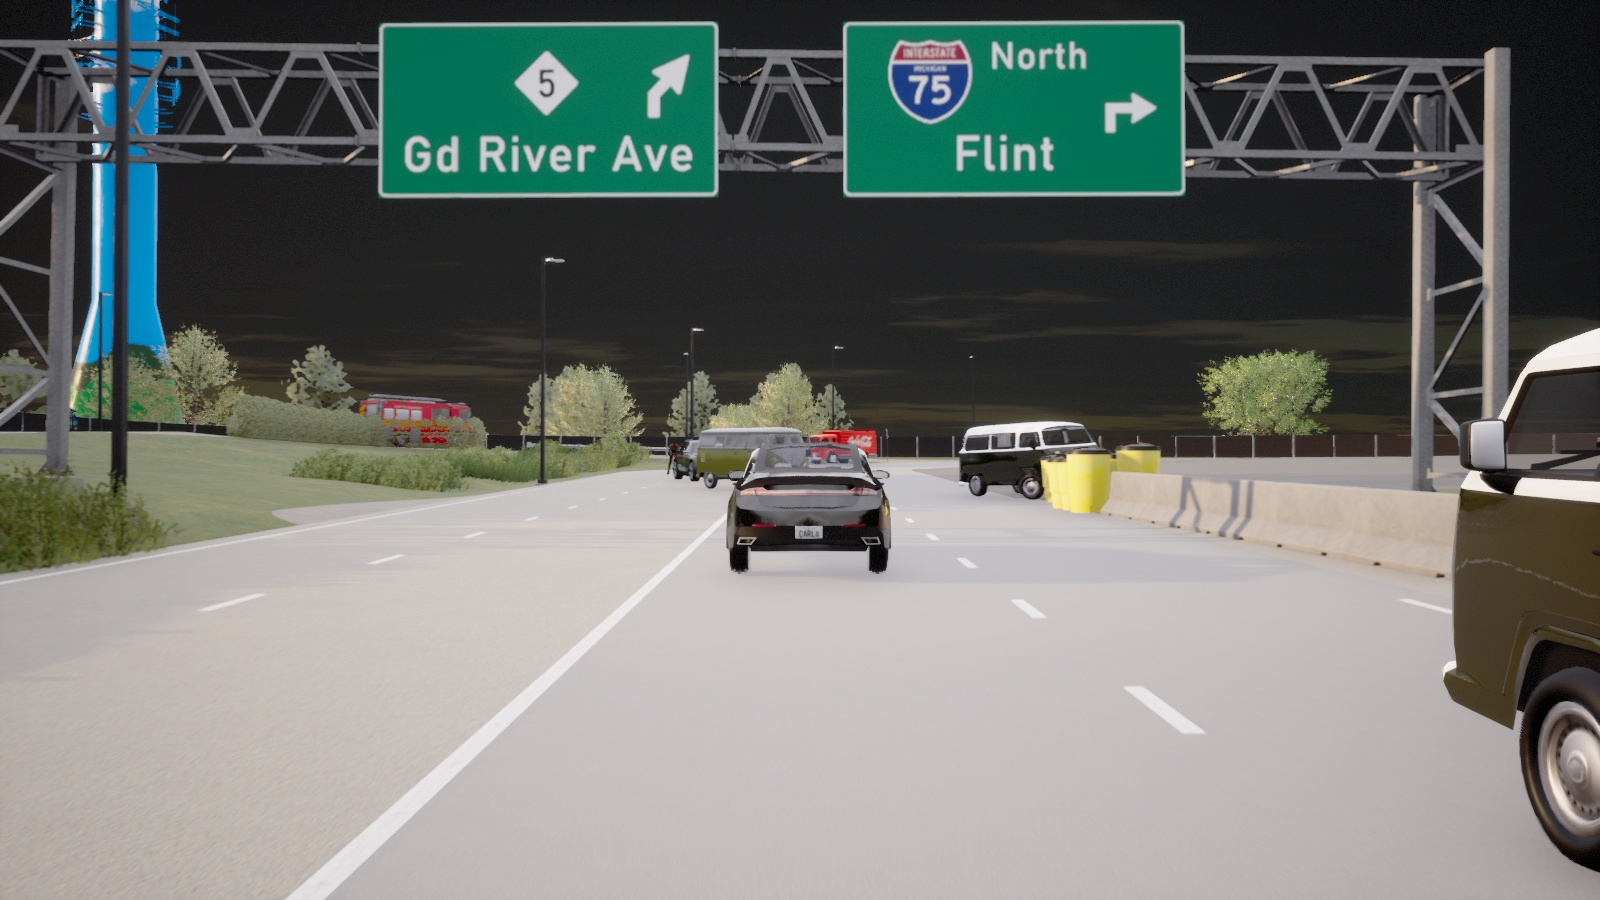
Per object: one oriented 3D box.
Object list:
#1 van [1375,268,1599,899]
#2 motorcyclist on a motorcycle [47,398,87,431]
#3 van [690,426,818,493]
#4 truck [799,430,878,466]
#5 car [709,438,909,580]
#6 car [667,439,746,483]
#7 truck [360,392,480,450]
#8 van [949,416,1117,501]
[{"bbox_3d":[3.534,0.456,3.235,2.069,2.038,4.480,0,0,0],"label":"van"},{"bbox_3d":[-36.255,-1.735,62.141,0.866,1.590,1.817,0,1,2],"label":"motorcyclist on a motorcycle"},{"bbox_3d":[-1.521,0.271,39.974,1.775,1.987,4.442,0,0,-38],"label":"van"},{"bbox_3d":[2.773,-0.174,90.320,5.204,2.467,2.627,-1,1,-38],"label":"truck"},{"bbox_3d":[0.107,0.613,15.816,2.128,1.511,4.902,0,0,0],"label":"car"},{"bbox_3d":[-3.760,0.383,49.822,2.033,1.649,4.856,0,0,-18],"label":"car"},{"bbox_3d":[-28.265,-2.065,93.783,2.891,3.827,8.468,0,-2,36],"label":"truck"},{"bbox_3d":[6.200,0.277,33.975,2.069,2.038,4.480,-4,0,-27],"label":"van"}]
